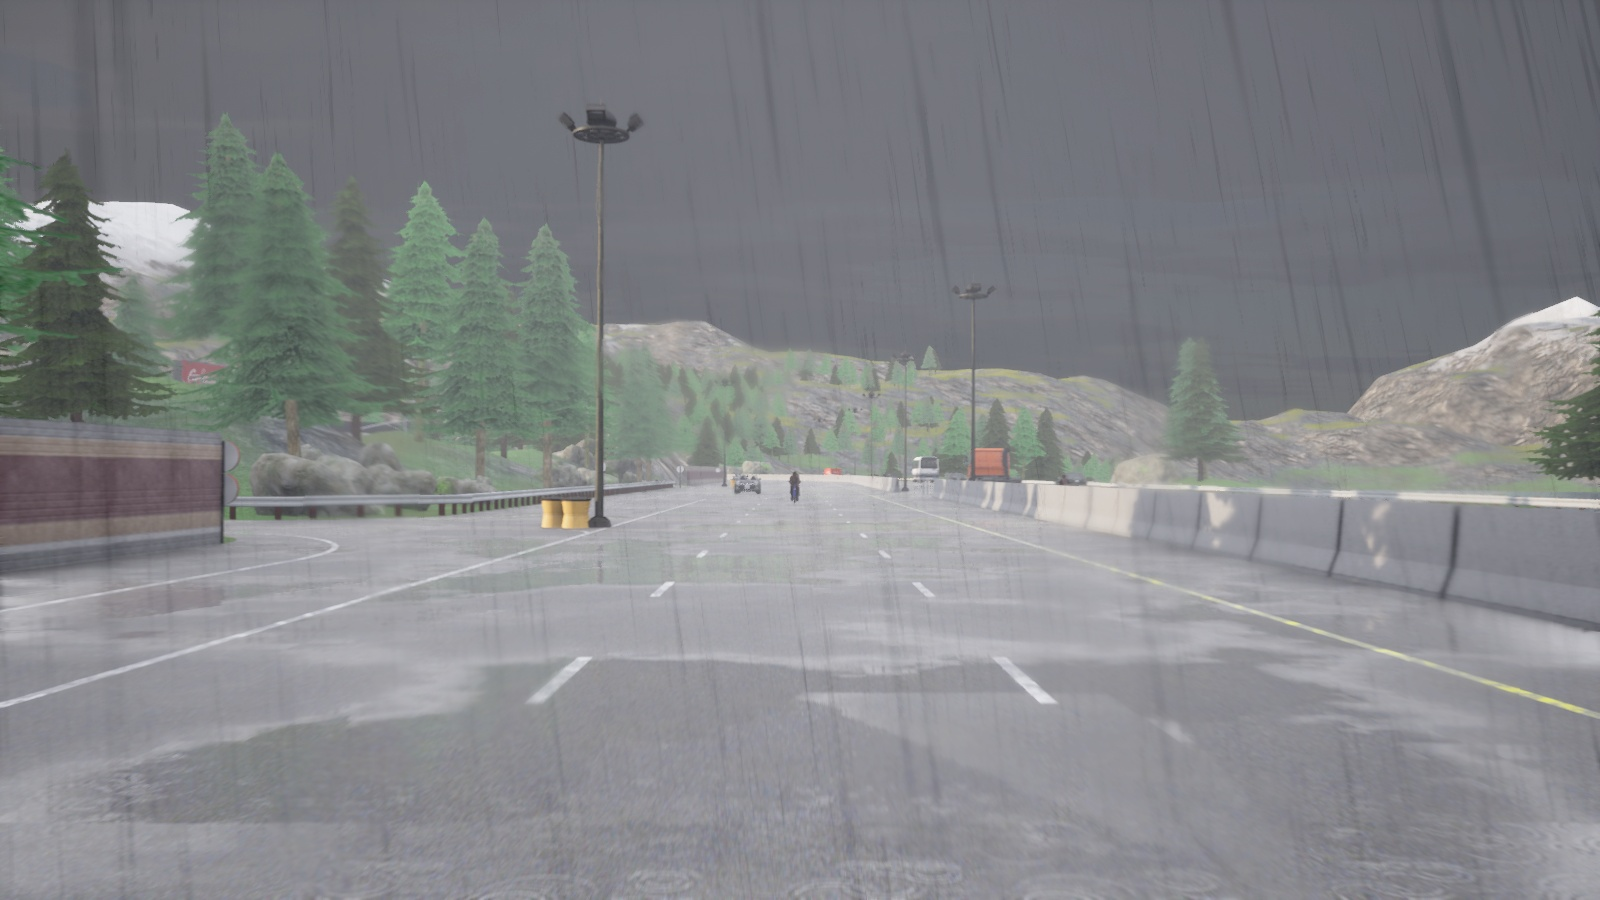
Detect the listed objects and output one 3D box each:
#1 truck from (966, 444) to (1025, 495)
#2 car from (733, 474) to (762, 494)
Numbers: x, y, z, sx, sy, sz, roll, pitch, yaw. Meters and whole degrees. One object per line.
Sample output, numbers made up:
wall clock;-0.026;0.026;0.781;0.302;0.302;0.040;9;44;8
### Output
truck;13.682;1.387;88.459;2.891;3.462;7.936;0;-1;0
car;-3.820;2.476;92.247;1.970;1.475;3.806;0;-1;0
